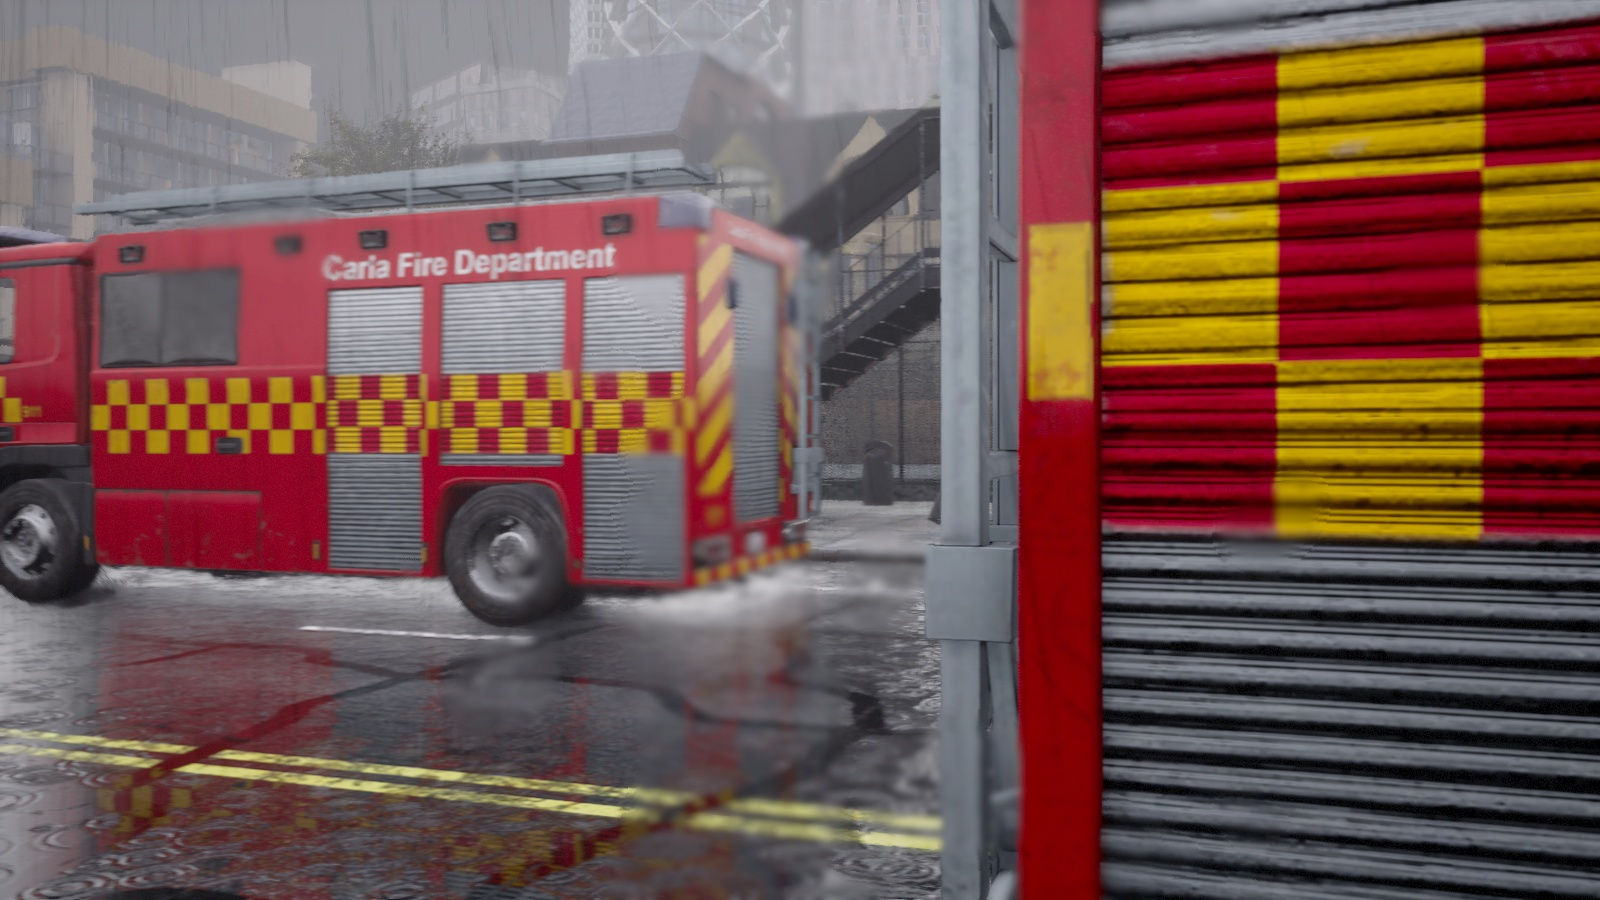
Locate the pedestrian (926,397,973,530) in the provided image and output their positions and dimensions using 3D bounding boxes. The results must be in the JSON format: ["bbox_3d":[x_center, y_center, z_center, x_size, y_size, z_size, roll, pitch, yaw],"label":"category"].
[{"bbox_3d":[2.198,0.195,18.497,0.666,1.930,0.402,0,1,4],"label":"pedestrian"}]

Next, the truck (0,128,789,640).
[{"bbox_3d":[-4.590,-0.549,12.105,8.468,3.827,2.891,1,1,19],"label":"truck"}]

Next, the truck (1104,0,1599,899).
[{"bbox_3d":[4.850,-0.345,1.540,8.468,3.827,2.891,1,1,19],"label":"truck"}]
